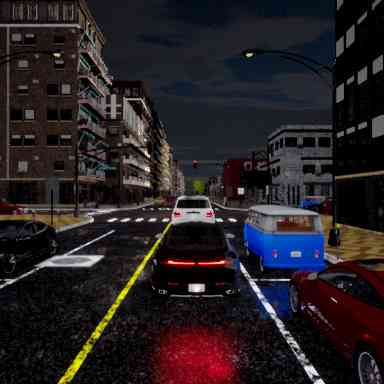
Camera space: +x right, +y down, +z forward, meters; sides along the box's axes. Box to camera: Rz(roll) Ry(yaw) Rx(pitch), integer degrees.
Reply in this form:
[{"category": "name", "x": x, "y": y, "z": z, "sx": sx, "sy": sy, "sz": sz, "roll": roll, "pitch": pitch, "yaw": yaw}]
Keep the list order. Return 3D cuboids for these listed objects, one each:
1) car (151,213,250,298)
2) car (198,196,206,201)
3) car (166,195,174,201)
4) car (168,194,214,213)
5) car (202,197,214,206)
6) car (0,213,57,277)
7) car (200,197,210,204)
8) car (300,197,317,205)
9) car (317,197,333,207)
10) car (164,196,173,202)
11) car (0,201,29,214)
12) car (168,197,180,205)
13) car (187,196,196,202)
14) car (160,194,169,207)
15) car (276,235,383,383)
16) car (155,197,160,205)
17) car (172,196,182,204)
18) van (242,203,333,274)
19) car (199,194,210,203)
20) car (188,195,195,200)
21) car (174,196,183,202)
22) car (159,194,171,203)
[{"category": "car", "x": 0.083, "y": 1.506, "z": 8.491, "sx": 1.837, "sy": 1.490, "sz": 4.892, "roll": 0, "pitch": 0, "yaw": 0}, {"category": "car", "x": 2.538, "y": 1.643, "z": 88.329, "sx": 2.008, "sy": 1.369, "sz": 4.403, "roll": 0, "pitch": 0, "yaw": 0}, {"category": "car", "x": -5.842, "y": 1.617, "z": 88.144, "sx": 1.752, "sy": 1.417, "sz": 4.829, "roll": 0, "pitch": 0, "yaw": 0}, {"category": "car", "x": 0.057, "y": 1.225, "z": 18.491, "sx": 2.150, "sy": 2.045, "sz": 5.566, "roll": 0, "pitch": 0, "yaw": 0}, {"category": "car", "x": 2.596, "y": 1.562, "z": 55.265, "sx": 1.752, "sy": 1.417, "sz": 4.829, "roll": 0, "pitch": 0, "yaw": 0}, {"category": "car", "x": -5.705, "y": 1.567, "z": 10.319, "sx": 1.947, "sy": 1.339, "sz": 4.313, "roll": 0, "pitch": 0, "yaw": 0}, {"category": "car", "x": 2.577, "y": 1.634, "z": 66.173, "sx": 1.802, "sy": 1.307, "sz": 4.206, "roll": 0, "pitch": 0, "yaw": 0}, {"category": "car", "x": 15.082, "y": 1.620, "z": 36.973, "sx": 5.357, "sy": 1.411, "sz": 2.033, "roll": 0, "pitch": 0, "yaw": 2}, {"category": "car", "x": 14.868, "y": 1.359, "z": 31.221, "sx": 5.009, "sy": 1.841, "sz": 2.192, "roll": 0, "pitch": 0, "yaw": 0}, {"category": "car", "x": -5.833, "y": 1.632, "z": 82.775, "sx": 2.008, "sy": 1.369, "sz": 4.403, "roll": 0, "pitch": 0, "yaw": 0}, {"category": "car", "x": -17.520, "y": 1.535, "z": 31.084, "sx": 4.206, "sy": 1.307, "sz": 1.802, "roll": 0, "pitch": 0, "yaw": 0}, {"category": "car", "x": -3.179, "y": 1.643, "z": 59.108, "sx": 1.895, "sy": 1.301, "sz": 4.718, "roll": 0, "pitch": 0, "yaw": 0}, {"category": "car", "x": -0.143, "y": 1.618, "z": 81.479, "sx": 2.033, "sy": 1.411, "sz": 5.357, "roll": 0, "pitch": 0, "yaw": 0}, {"category": "car", "x": -3.187, "y": 1.383, "z": 50.165, "sx": 2.097, "sy": 1.767, "sz": 4.553, "roll": 0, "pitch": 0, "yaw": 0}, {"category": "car", "x": 2.652, "y": 1.582, "z": 4.619, "sx": 1.802, "sy": 1.307, "sz": 4.206, "roll": 0, "pitch": 0, "yaw": 0}, {"category": "car", "x": -5.794, "y": 1.569, "z": 60.448, "sx": 1.752, "sy": 1.417, "sz": 4.829, "roll": 0, "pitch": 0, "yaw": 0}, {"category": "car", "x": -3.134, "y": 1.581, "z": 68.164, "sx": 1.812, "sy": 1.442, "sz": 4.674, "roll": 0, "pitch": 0, "yaw": 0}, {"category": "van", "x": 2.643, "y": 1.343, "z": 10.308, "sx": 1.690, "sy": 1.788, "sz": 3.998, "roll": 0, "pitch": 0, "yaw": 0}, {"category": "car", "x": 2.568, "y": 1.376, "z": 71.712, "sx": 2.192, "sy": 1.841, "sz": 5.009, "roll": 0, "pitch": 0, "yaw": 0}, {"category": "car", "x": -0.160, "y": 1.584, "z": 91.929, "sx": 1.895, "sy": 1.301, "sz": 4.718, "roll": 0, "pitch": 0, "yaw": 0}, {"category": "car", "x": -3.138, "y": 1.624, "z": 78.180, "sx": 1.994, "sy": 1.385, "sz": 4.181, "roll": 0, "pitch": 0, "yaw": 0}, {"category": "car", "x": -5.813, "y": 1.376, "z": 71.697, "sx": 2.192, "sy": 1.841, "sz": 5.009, "roll": 0, "pitch": 0, "yaw": 0}]
